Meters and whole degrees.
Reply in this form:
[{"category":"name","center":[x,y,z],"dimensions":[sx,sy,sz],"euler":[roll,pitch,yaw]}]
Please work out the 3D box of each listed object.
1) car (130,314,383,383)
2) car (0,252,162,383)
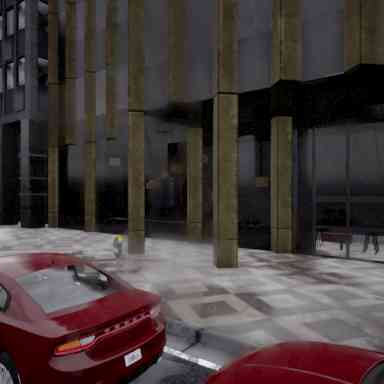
[{"category":"car","center":[2.016,1.545,1.525],"dimensions":[4.507,1.381,1.887],"euler":[0,0,35]},{"category":"car","center":[-2.414,1.545,4.678],"dimensions":[4.507,1.381,1.887],"euler":[0,0,35]}]
